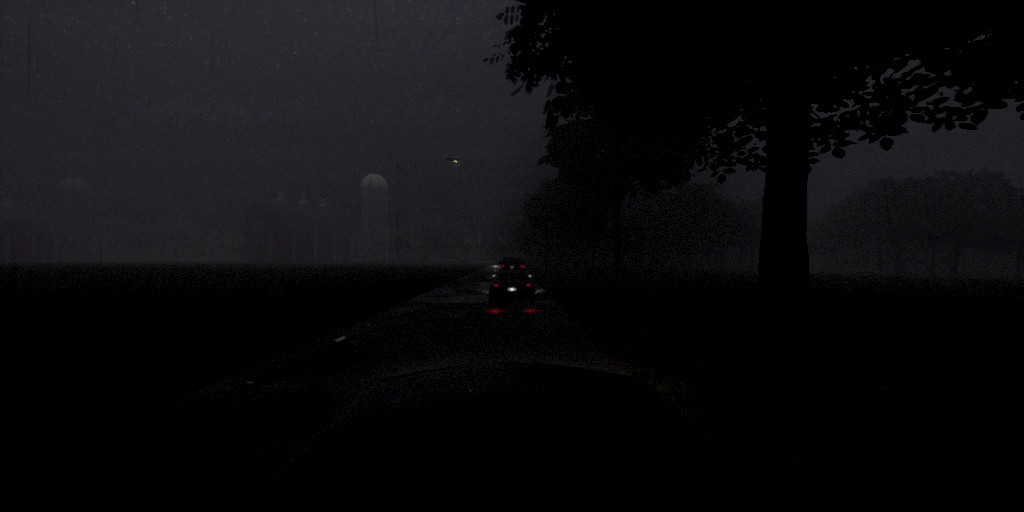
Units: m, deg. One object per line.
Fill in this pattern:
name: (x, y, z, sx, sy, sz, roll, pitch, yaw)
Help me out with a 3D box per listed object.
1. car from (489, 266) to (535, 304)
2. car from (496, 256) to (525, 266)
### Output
car: (0.000, 1.324, 16.504, 1.994, 1.385, 4.181, 0, 0, 0)
car: (0.000, 1.026, 31.535, 2.150, 2.045, 5.566, 0, 0, 0)
